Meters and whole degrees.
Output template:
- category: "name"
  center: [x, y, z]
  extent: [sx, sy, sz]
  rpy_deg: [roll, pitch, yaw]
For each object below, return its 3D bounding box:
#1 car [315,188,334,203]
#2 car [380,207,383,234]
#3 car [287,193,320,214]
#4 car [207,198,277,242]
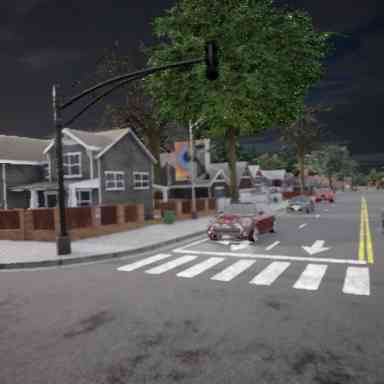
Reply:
- category: "car"
  center: [19.003, 0.488, 47.524]
  extent: [2.150, 2.045, 5.566]
  rpy_deg: [-2, 0, 27]
- category: "car"
  center: [8.932, 1.028, 13.507]
  extent: [2.097, 1.767, 4.553]
  rpy_deg: [-2, 0, 27]
- category: "car"
  center: [9.746, 1.108, 29.711]
  extent: [2.128, 1.511, 4.902]
  rpy_deg: [-2, 0, 27]
- category: "car"
  center: [2.467, 1.234, 15.707]
  extent: [2.097, 1.767, 4.553]
  rpy_deg: [-2, 0, 29]
